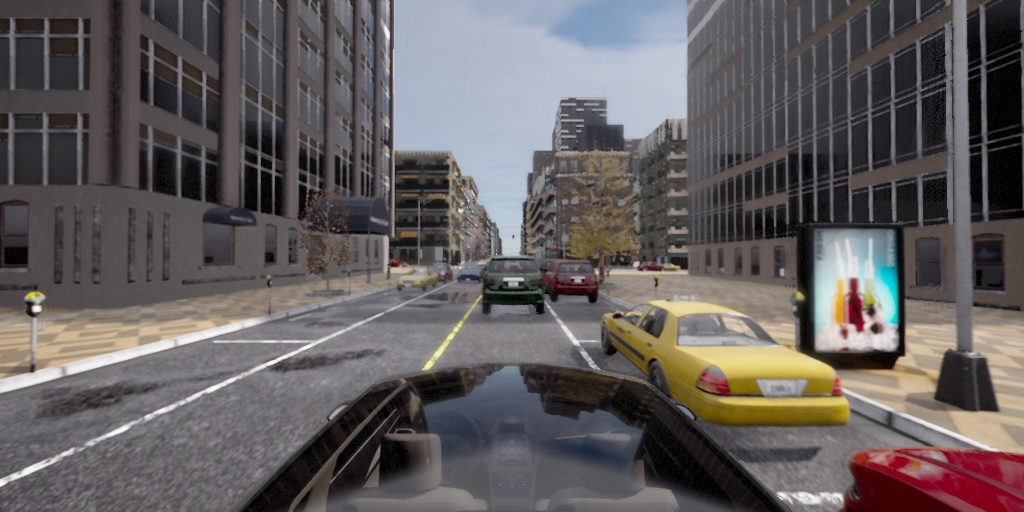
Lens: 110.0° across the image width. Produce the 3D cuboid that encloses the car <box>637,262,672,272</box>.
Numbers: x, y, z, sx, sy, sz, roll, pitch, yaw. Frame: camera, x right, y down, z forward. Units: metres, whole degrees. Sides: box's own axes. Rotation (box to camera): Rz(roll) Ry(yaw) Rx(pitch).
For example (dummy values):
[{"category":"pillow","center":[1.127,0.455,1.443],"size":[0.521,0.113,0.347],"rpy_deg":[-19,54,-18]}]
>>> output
[{"category":"car","center":[20.655,1.608,52.732],"size":[4.097,1.591,1.967],"rpy_deg":[0,0,-1]}]

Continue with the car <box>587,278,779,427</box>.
[{"category":"car","center":[2.681,1.284,5.893],"size":[1.751,1.417,4.829],"rpy_deg":[0,0,0]}]

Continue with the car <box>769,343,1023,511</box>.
[{"category":"car","center":[2.700,1.292,0.164],"size":[1.888,1.381,4.507],"rpy_deg":[0,0,0]}]

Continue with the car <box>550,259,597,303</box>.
[{"category":"car","center":[2.641,1.097,16.842],"size":[2.192,1.841,5.009],"rpy_deg":[0,0,0]}]

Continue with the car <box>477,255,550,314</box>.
[{"category":"car","center":[0.049,0.998,14.100],"size":[2.150,2.045,5.566],"rpy_deg":[0,0,0]}]

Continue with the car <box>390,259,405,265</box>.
[{"category":"car","center":[-17.441,1.116,52.275],"size":[4.507,1.381,1.888],"rpy_deg":[0,0,-1]}]

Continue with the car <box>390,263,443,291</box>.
[{"category":"car","center":[-5.759,1.319,22.203],"size":[1.751,1.417,4.829],"rpy_deg":[0,0,0]}]

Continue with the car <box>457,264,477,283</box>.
[{"category":"car","center":[-3.189,1.354,28.808],"size":[2.033,1.411,5.357],"rpy_deg":[0,0,0]}]

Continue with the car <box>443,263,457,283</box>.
[{"category":"car","center":[-5.780,1.245,27.932],"size":[1.967,1.591,4.097],"rpy_deg":[0,0,0]}]
